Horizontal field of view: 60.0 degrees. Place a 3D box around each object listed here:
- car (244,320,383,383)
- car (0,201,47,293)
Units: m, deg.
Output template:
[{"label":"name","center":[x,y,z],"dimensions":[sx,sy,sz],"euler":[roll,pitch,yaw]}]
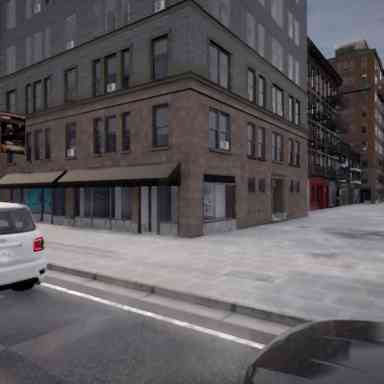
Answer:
[{"label":"car","center":[2.621,1.504,1.817],"dimensions":[4.892,1.490,1.837],"euler":[0,0,36]},{"label":"car","center":[-5.641,1.231,7.700],"dimensions":[5.566,2.045,2.150],"euler":[0,0,36]}]
